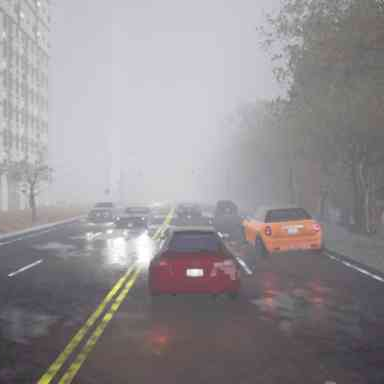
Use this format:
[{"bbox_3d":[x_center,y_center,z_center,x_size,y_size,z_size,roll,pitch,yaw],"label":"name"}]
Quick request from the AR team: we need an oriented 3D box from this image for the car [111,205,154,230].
[{"bbox_3d":[-3.547,1.593,21.154,1.895,1.301,4.718,0,0,-1],"label":"car"}]

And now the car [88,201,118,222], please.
[{"bbox_3d":[-6.936,1.497,26.736,1.837,1.490,4.892,0,0,-2],"label":"car"}]

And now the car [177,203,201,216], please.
[{"bbox_3d":[-0.272,1.592,27.828,1.895,1.301,4.718,0,0,-1],"label":"car"}]

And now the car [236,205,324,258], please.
[{"bbox_3d":[3.235,1.280,12.854,2.097,1.767,4.553,-4,0,-1],"label":"car"}]

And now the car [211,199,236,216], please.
[{"bbox_3d":[2.903,1.428,30.711,1.882,1.535,5.008,-3,-1,-2],"label":"car"}]

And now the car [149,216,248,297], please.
[{"bbox_3d":[0.045,1.561,8.605,1.994,1.385,4.181,0,0,0],"label":"car"}]
